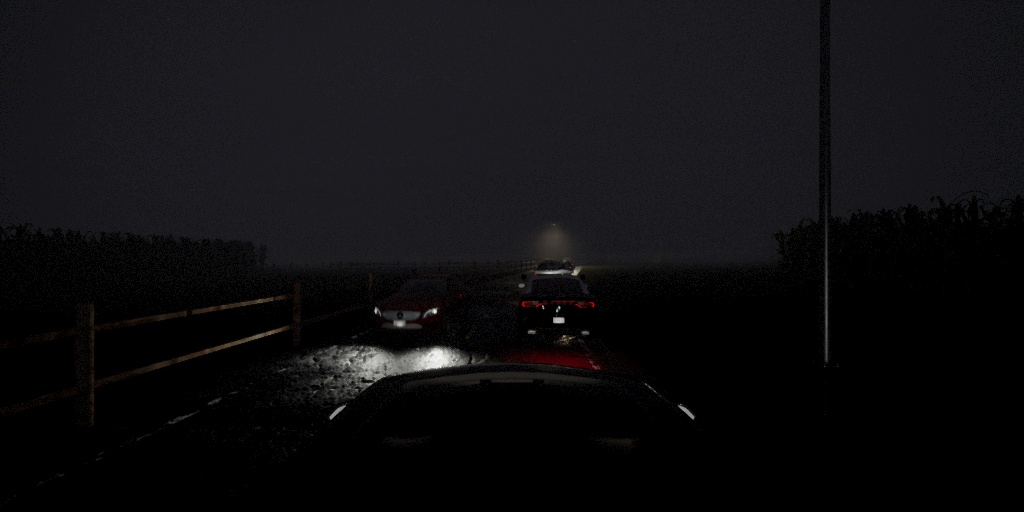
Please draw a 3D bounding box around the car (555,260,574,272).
[{"bbox_3d":[6.719,1.270,45.860,1.994,1.385,4.181,0,0,13],"label":"car"}]

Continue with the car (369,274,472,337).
[{"bbox_3d":[-2.366,1.273,10.472,1.812,1.442,4.674,0,0,5],"label":"car"}]

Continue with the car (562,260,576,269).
[{"bbox_3d":[8.858,1.293,55.709,1.895,1.301,4.718,0,0,12],"label":"car"}]

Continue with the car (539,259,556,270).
[{"bbox_3d":[5.294,1.176,52.616,1.882,1.535,5.008,0,0,12],"label":"car"}]

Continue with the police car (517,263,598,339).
[{"bbox_3d":[1.197,1.173,10.268,1.930,1.638,5.238,0,0,4],"label":"police car"}]

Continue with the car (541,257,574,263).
[{"bbox_3d":[2.257,1.089,19.917,2.097,1.767,4.553,0,0,8],"label":"car"}]
